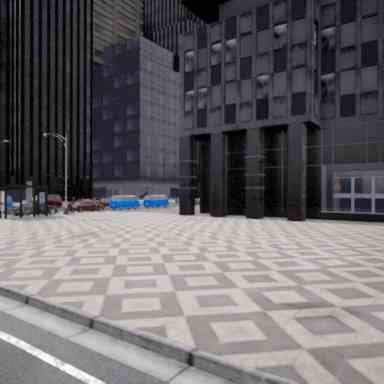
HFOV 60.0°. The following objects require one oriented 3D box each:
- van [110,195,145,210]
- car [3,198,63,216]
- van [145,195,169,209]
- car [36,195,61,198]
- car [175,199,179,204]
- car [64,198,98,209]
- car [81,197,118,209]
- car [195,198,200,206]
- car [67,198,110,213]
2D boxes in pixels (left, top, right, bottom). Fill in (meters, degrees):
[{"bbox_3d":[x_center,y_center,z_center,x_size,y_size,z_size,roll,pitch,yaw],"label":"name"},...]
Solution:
[{"bbox_3d":[-8.055,1.308,40.211,1.690,1.788,3.998,0,0,35],"label":"van"},{"bbox_3d":[-14.641,1.525,30.960,2.008,1.369,4.403,0,0,35],"label":"car"},{"bbox_3d":[-4.763,1.305,44.836,1.690,1.788,3.998,0,0,35],"label":"van"},{"bbox_3d":[-18.293,1.254,40.527,2.192,1.841,5.009,0,0,35],"label":"car"},{"bbox_3d":[-1.062,1.495,59.974,1.812,1.442,4.674,0,0,35],"label":"car"},{"bbox_3d":[-15.002,1.517,45.153,1.802,1.307,4.206,0,0,35],"label":"car"},{"bbox_3d":[-12.298,1.470,44.354,1.812,1.442,4.674,0,0,35],"label":"car"},{"bbox_3d":[1.821,1.545,54.087,1.802,1.307,4.206,0,0,35],"label":"car"},{"bbox_3d":[-11.348,1.552,35.585,1.802,1.307,4.206,0,0,35],"label":"car"}]
